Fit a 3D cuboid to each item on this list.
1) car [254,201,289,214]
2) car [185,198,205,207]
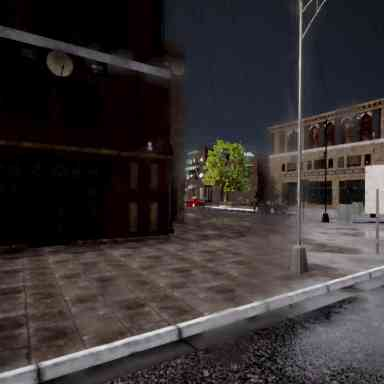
[{"bbox_3d":[8.480,1.624,35.978,2.008,1.369,4.403,1,-1,-27],"label":"car"},{"bbox_3d":[0.397,1.621,51.452,1.887,1.381,4.507,1,-1,-27],"label":"car"}]
